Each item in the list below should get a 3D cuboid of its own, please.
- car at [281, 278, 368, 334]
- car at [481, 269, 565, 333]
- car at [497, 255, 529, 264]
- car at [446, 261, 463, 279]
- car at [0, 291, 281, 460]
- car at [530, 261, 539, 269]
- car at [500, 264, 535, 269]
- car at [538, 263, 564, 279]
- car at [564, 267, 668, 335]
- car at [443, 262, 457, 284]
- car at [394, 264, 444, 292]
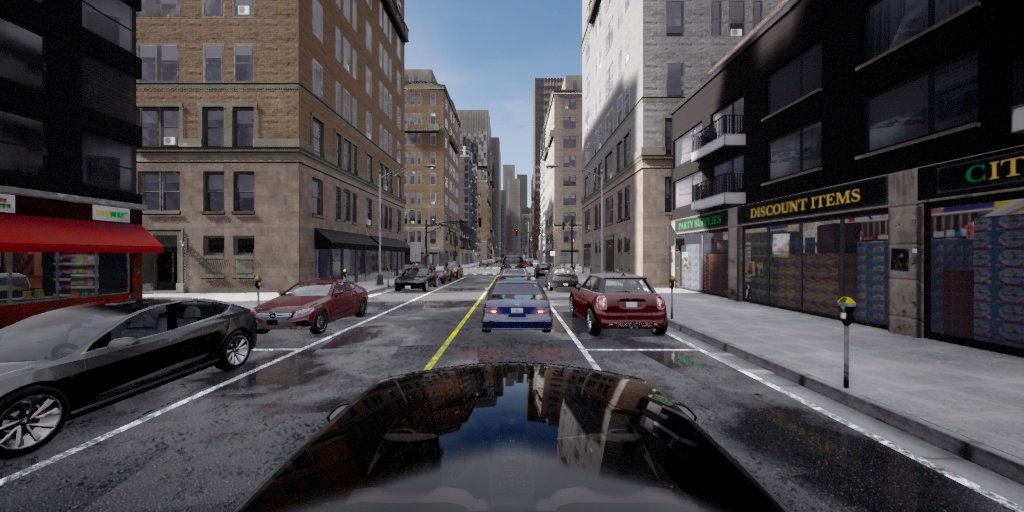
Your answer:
[{"bbox_3d":[-5.650,1.332,10.542,1.802,1.307,4.207,0,0,0],"label":"car"},{"bbox_3d":[0.121,1.297,10.736,2.033,1.411,5.357,0,0,0],"label":"car"},{"bbox_3d":[0.078,0.975,31.273,2.150,2.045,5.566,0,0,-1],"label":"car"},{"bbox_3d":[-5.597,1.193,32.547,1.967,1.591,4.097,0,0,0],"label":"car"},{"bbox_3d":[-5.664,1.316,5.040,1.948,1.339,4.313,0,0,0],"label":"car"},{"bbox_3d":[2.929,1.319,32.526,1.948,1.339,4.313,0,0,0],"label":"car"},{"bbox_3d":[0.145,1.352,21.241,1.895,1.301,4.718,0,0,0],"label":"car"},{"bbox_3d":[2.902,1.301,21.523,2.007,1.370,4.403,0,0,0],"label":"car"},{"bbox_3d":[2.875,1.190,10.520,1.967,1.591,4.097,0,0,0],"label":"car"},{"bbox_3d":[-5.610,1.334,27.045,1.802,1.307,4.207,0,0,0],"label":"car"},{"bbox_3d":[-5.624,1.317,21.544,1.948,1.339,4.313,0,0,0],"label":"car"}]
